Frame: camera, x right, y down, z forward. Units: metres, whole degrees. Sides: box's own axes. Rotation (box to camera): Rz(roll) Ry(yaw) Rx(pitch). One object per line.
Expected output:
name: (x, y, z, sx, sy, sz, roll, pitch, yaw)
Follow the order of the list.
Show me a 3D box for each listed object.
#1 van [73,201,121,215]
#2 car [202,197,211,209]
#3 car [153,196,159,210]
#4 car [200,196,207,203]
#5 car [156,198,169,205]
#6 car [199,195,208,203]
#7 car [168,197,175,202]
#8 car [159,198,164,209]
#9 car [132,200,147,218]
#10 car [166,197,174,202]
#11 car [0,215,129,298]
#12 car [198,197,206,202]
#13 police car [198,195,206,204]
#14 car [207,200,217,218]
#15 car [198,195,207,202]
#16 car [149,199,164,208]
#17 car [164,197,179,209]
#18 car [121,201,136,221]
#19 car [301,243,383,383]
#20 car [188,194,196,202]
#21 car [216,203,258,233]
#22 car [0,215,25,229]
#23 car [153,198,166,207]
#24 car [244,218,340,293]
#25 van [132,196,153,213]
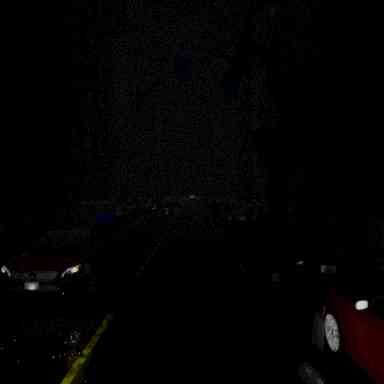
van: (-5.759, 1.432, 20.072, 1.690, 1.788, 3.998, 0, 0, 0)
car: (2.776, 1.810, 48.257, 1.802, 1.307, 4.206, 0, 0, 0)
car: (-5.752, 1.640, 42.617, 1.967, 1.590, 4.097, 0, 0, 0)
car: (2.779, 1.866, 59.529, 1.802, 1.307, 4.206, 0, 0, 0)
car: (-5.744, 1.863, 65.163, 2.008, 1.369, 4.403, 0, 0, 0)
car: (2.785, 1.719, 82.075, 2.192, 1.841, 5.009, 0, 0, 0)
car: (-5.735, 2.035, 93.346, 1.947, 1.339, 4.313, 0, 0, 0)
car: (-5.750, 1.543, 48.255, 2.192, 1.841, 5.009, 0, 0, 0)
car: (-5.755, 1.695, 31.343, 2.008, 1.369, 4.403, 0, 0, 0)
car: (-5.737, 2.018, 87.709, 1.802, 1.307, 4.206, 0, 0, 0)
car: (-3.097, 1.566, 8.758, 1.812, 1.442, 4.674, 0, 0, 0)
car: (2.790, 2.035, 93.346, 1.947, 1.339, 4.313, 0, 0, 0)
police car: (2.390, 1.775, 72.166, 1.930, 1.638, 5.238, 0, 0, 0)
car: (2.770, 1.710, 31.348, 1.947, 1.339, 4.313, 0, 0, 0)
car: (2.787, 1.752, 87.711, 2.192, 1.841, 5.009, 0, 0, 0)
car: (-5.747, 1.821, 53.890, 1.947, 1.339, 4.313, 0, 0, 0)
car: (-3.056, 1.804, 50.785, 1.994, 1.385, 4.181, 0, 0, 0)
car: (-5.757, 1.642, 25.538, 1.752, 1.417, 4.829, 0, 0, 0)
car: (2.761, 1.560, 3.167, 1.887, 1.381, 4.507, 0, 0, 0)
car: (0.030, 1.950, 90.096, 2.128, 1.511, 4.902, 0, 0, 0)
car: (2.766, 1.531, 20.076, 1.967, 1.590, 4.097, 0, 0, 0)
car: (-5.762, 1.480, 8.798, 1.967, 1.590, 4.097, 0, 0, 0)
car: (-5.746, 1.849, 59.527, 1.947, 1.339, 4.313, 0, 0, 0)
car: (2.763, 1.606, 8.804, 1.947, 1.339, 4.313, 0, 0, 0)
van: (-5.754, 1.513, 36.981, 1.690, 1.788, 3.998, 0, 0, 0)
